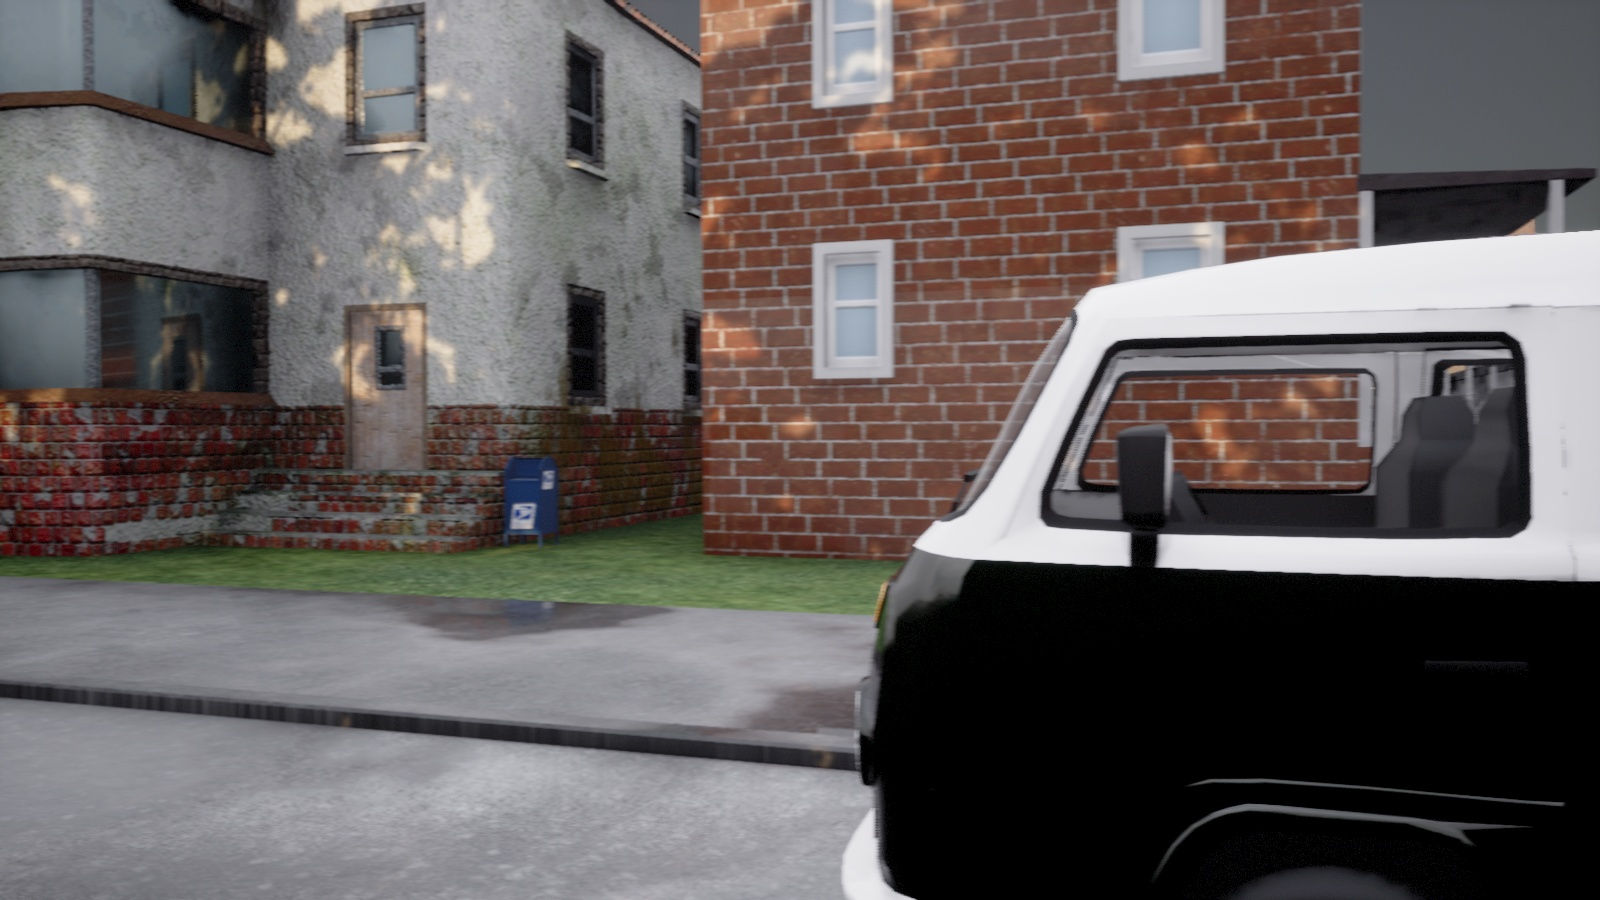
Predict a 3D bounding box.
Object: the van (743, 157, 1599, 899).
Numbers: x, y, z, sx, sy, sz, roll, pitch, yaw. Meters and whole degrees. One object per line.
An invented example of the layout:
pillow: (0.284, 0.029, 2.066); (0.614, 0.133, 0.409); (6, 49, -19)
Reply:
van: (2.318, 0.511, 2.966); (4.480, 2.038, 2.069); (0, 1, 15)
